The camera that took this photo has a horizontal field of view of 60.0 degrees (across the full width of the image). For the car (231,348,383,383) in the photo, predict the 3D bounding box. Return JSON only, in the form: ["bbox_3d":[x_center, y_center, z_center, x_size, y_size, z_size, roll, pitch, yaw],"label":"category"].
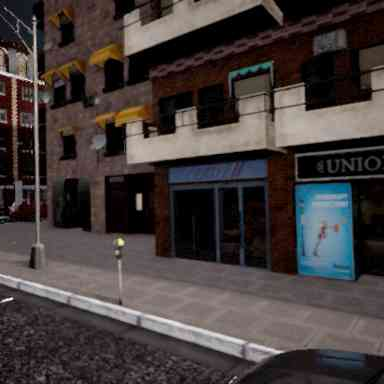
[{"bbox_3d":[2.112,1.541,1.555,4.403,1.369,2.008,-1,-2,36],"label":"car"}]

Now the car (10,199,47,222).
[{"bbox_3d":[-12.528,1.533,27.869,2.192,1.841,5.009,-2,-1,36],"label":"car"}]
